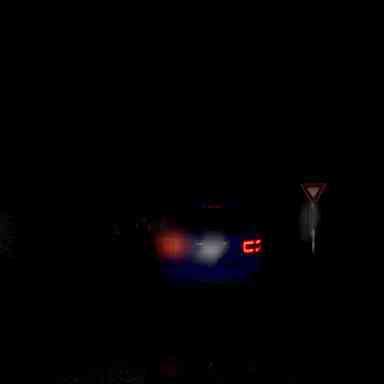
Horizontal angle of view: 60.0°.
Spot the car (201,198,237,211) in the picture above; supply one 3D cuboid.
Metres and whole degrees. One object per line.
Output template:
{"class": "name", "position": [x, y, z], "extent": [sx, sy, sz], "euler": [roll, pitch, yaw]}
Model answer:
{"class": "car", "position": [3.416, 1.563, 42.582], "extent": [4.181, 1.385, 1.994], "euler": [0, 0, 42]}

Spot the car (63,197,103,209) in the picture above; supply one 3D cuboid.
{"class": "car", "position": [-14.209, 1.477, 43.412], "extent": [5.008, 1.535, 1.882], "euler": [0, -1, -35]}

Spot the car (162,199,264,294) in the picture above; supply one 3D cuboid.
{"class": "car", "position": [0.644, 1.221, 9.033], "extent": [2.150, 2.045, 5.566], "euler": [0, 0, 6]}
